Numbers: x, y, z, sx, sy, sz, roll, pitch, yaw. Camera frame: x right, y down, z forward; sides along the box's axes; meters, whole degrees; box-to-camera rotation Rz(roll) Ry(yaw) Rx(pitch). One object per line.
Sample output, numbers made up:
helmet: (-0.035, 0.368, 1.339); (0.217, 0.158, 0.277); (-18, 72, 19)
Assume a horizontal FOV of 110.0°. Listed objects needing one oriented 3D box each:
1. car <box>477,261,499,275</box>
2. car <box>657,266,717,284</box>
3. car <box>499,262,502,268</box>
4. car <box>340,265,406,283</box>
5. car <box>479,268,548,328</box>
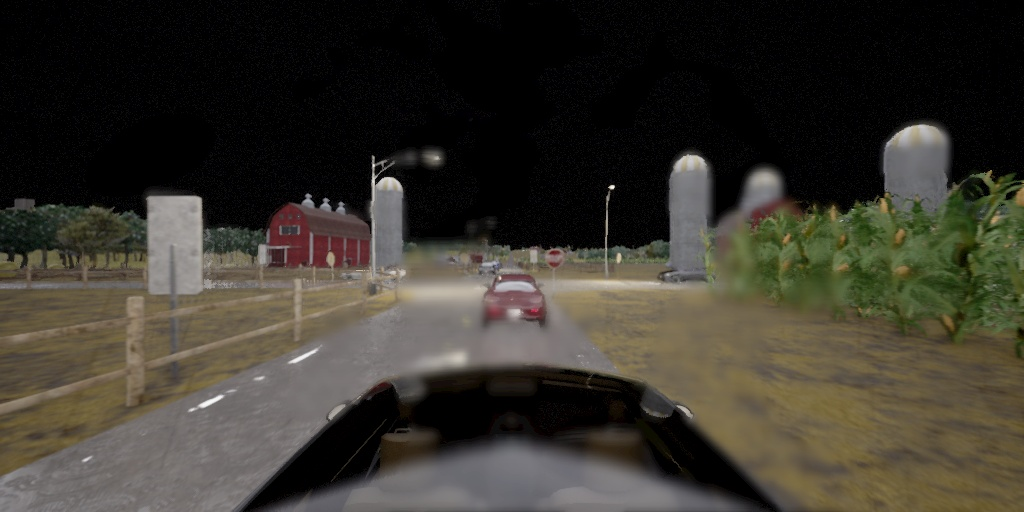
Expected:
car: (-2.889, 1.457, 42.231); (1.812, 1.442, 4.674); (0, 0, 0)
car: (13.662, 1.458, 28.139); (4.181, 1.385, 1.994); (0, 1, 0)
car: (-2.895, 1.548, 54.429); (1.812, 1.442, 4.674); (0, 0, 0)
car: (-10.920, 1.396, 28.190); (4.718, 1.301, 1.895); (0, 1, 7)
car: (0.085, 1.285, 11.335); (1.812, 1.442, 4.674); (0, 0, 0)
